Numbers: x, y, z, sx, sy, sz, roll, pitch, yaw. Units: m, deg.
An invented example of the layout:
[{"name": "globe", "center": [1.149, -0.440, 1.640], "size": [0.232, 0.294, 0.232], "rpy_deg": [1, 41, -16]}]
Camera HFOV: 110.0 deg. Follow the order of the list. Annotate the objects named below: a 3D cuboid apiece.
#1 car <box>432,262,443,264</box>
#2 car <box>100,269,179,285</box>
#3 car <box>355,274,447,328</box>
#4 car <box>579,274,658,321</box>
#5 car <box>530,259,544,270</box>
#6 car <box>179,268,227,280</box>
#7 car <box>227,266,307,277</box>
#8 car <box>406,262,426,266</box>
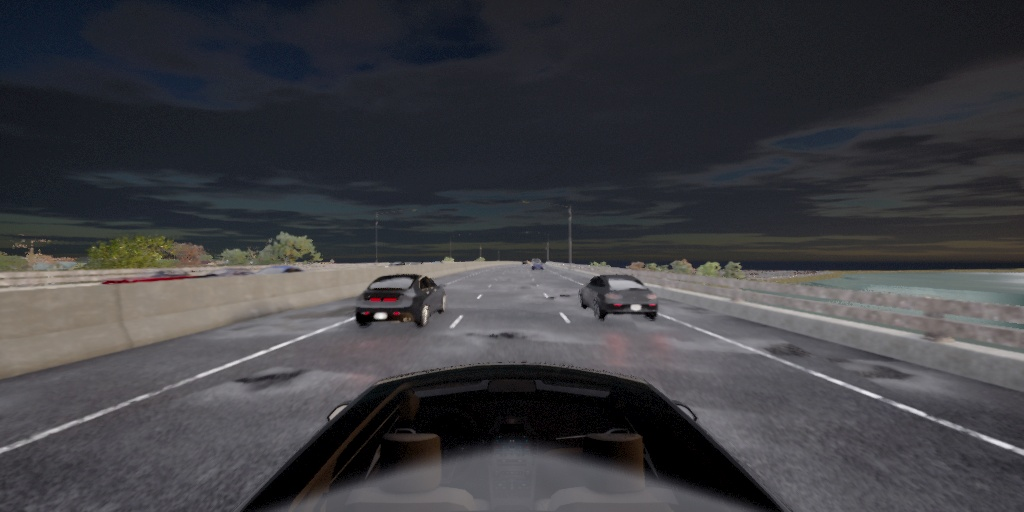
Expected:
[{"name": "car", "center": [-12.984, 1.711, 62.626], "size": [1.882, 1.535, 5.008], "rpy_deg": [0, -1, 2]}, {"name": "car", "center": [-20.989, 1.465, 21.236], "size": [1.895, 1.301, 4.718], "rpy_deg": [0, 0, 1]}, {"name": "car", "center": [-3.371, 1.320, 11.663], "size": [1.837, 1.490, 4.892], "rpy_deg": [0, 0, 0]}, {"name": "car", "center": [3.636, 1.358, 12.793], "size": [1.812, 1.442, 4.674], "rpy_deg": [0, 0, 0]}, {"name": "car", "center": [4.571, 1.790, 63.508], "size": [1.812, 1.442, 4.674], "rpy_deg": [0, -1, 2]}, {"name": "car", "center": [-17.472, 1.440, 22.178], "size": [1.994, 1.385, 4.181], "rpy_deg": [0, 0, 1]}, {"name": "car", "center": [-13.984, 1.352, 21.448], "size": [1.882, 1.535, 5.008], "rpy_deg": [0, 0, 1]}, {"name": "car", "center": [-16.479, 1.731, 62.751], "size": [1.837, 1.490, 4.892], "rpy_deg": [0, -1, 2]}]
